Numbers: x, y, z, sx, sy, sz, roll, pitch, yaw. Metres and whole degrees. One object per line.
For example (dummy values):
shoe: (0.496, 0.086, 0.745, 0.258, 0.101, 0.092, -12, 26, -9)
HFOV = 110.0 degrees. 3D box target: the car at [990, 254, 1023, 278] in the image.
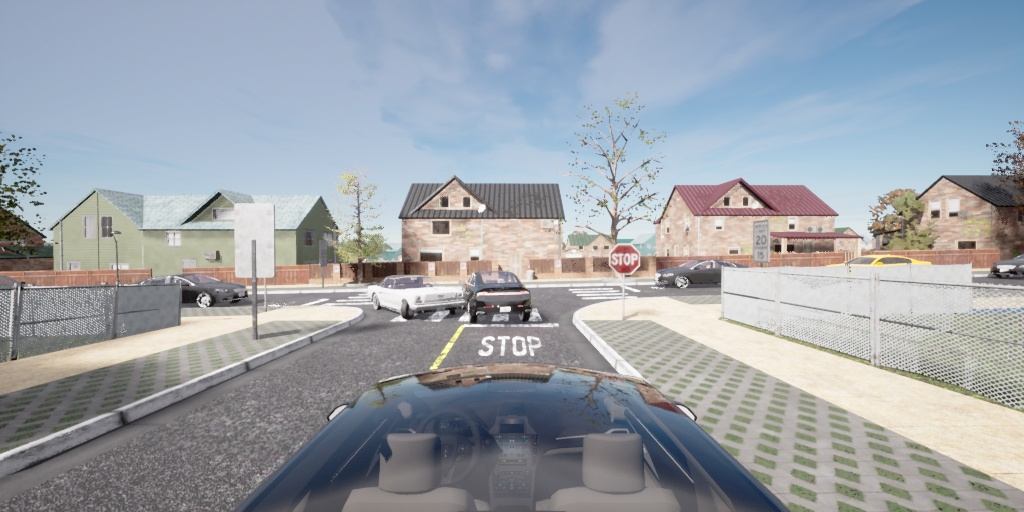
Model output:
car: (29.385, 0.478, 19.619, 4.902, 1.511, 2.128, -1, 1, 0)

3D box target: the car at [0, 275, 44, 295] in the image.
car: (-24.239, 1.647, 16.450, 4.553, 1.767, 2.097, -1, 1, 0)

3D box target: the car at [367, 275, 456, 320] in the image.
car: (-3.602, 1.367, 12.996, 1.895, 1.301, 4.718, 0, 0, -38)

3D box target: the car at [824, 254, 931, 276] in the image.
car: (19.761, 0.690, 19.582, 5.008, 1.535, 1.882, -1, 1, -1)

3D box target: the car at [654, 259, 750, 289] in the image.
car: (10.330, 0.925, 19.545, 4.902, 1.511, 2.128, -1, 1, 0)

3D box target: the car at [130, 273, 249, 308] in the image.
car: (-14.902, 1.566, 16.491, 4.902, 1.511, 2.128, -1, 1, 0)

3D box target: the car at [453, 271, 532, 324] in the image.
car: (-0.685, 1.242, 12.137, 2.128, 1.511, 4.902, 0, 0, -12)
